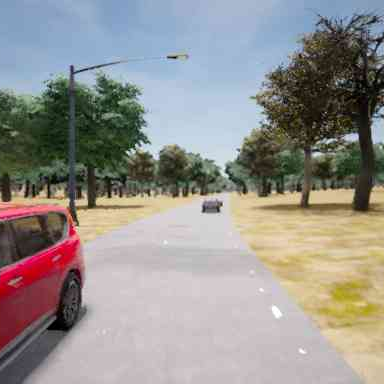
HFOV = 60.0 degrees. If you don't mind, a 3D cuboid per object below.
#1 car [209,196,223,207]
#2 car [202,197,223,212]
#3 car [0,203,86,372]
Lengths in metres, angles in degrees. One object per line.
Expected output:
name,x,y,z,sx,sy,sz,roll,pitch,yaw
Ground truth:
car,3.493,1.335,48.209,1.895,1.301,4.718,0,0,7
car,2.070,1.309,35.338,2.128,1.511,4.902,0,0,6
car,-3.030,1.205,3.889,2.150,2.045,5.566,0,0,1
